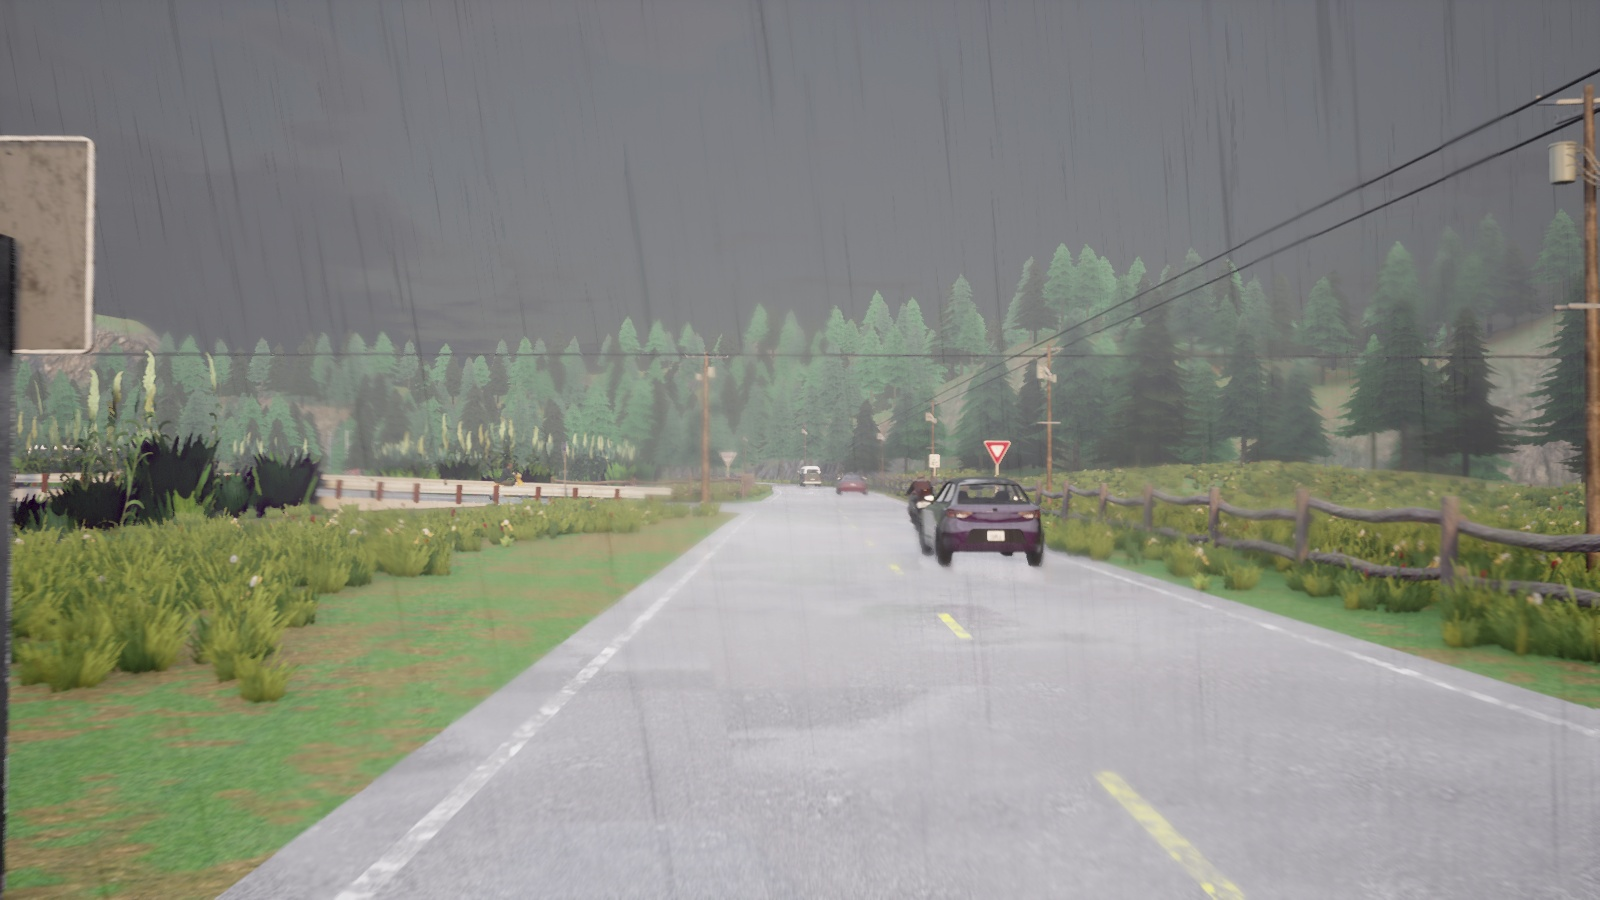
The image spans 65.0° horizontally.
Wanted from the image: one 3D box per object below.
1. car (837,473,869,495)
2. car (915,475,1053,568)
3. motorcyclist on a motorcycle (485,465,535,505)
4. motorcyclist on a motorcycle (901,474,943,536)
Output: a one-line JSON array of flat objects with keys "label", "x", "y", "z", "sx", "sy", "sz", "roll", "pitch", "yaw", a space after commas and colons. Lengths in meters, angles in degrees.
[{"label": "car", "x": 3.482, "y": 2.261, "z": 83.424, "sx": 1.994, "sy": 1.385, "sz": 4.181, "roll": 0, "pitch": -1, "yaw": 0}, {"label": "car", "x": 3.145, "y": 1.188, "z": 22.253, "sx": 1.816, "sy": 1.474, "sz": 4.193, "roll": 0, "pitch": -1, "yaw": 0}, {"label": "motorcyclist on a motorcycle", "x": -11.982, "y": 1.438, "z": 51.949, "sx": 1.817, "sy": 1.590, "sz": 0.866, "roll": 1, "pitch": -1, "yaw": 2}, {"label": "motorcyclist on a motorcycle", "x": 3.120, "y": 1.378, "z": 32.318, "sx": 0.866, "sy": 1.530, "sz": 2.191, "roll": 0, "pitch": -1, "yaw": 0}]
